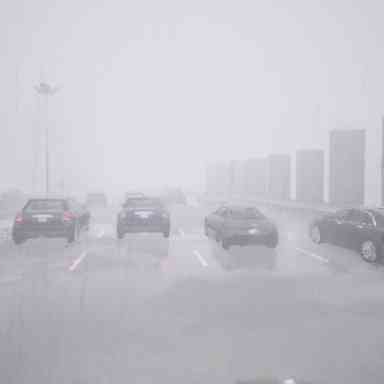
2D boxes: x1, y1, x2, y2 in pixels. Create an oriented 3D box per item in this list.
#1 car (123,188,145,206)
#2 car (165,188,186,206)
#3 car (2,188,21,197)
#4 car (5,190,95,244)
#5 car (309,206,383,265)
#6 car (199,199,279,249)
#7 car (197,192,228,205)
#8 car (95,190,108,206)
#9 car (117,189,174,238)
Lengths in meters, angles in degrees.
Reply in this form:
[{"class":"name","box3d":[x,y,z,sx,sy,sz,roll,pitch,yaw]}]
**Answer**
[{"class":"car","box3d":[-5.953,0.462,33.685,1.882,1.535,5.008,0,2,-14]},{"class":"car","box3d":[-2.018,0.384,32.255,2.097,1.767,4.553,0,2,-13]},{"class":"car","box3d":[-23.724,0.195,44.188,2.033,1.411,5.357,0,2,-18]},{"class":"car","box3d":[-5.519,0.931,13.669,2.097,1.767,4.553,0,2,-8]},{"class":"car","box3d":[5.537,1.193,10.583,1.837,1.490,4.892,0,2,-8]},{"class":"car","box3d":[1.705,1.183,12.701,1.994,1.385,4.181,0,2,-8]},{"class":"car","box3d":[1.799,0.662,31.450,1.895,1.301,4.718,0,2,-13]},{"class":"car","box3d":[-9.081,0.529,31.749,2.128,1.511,4.902,0,2,-14]},{"class":"car","box3d":[-2.178,0.899,14.955,2.097,1.767,4.553,0,2,-9]}]
